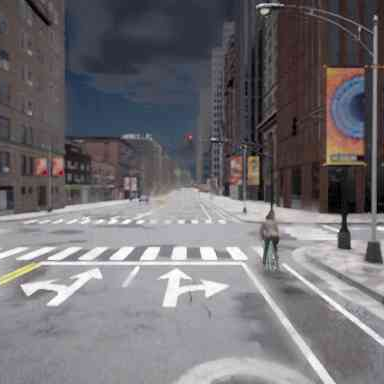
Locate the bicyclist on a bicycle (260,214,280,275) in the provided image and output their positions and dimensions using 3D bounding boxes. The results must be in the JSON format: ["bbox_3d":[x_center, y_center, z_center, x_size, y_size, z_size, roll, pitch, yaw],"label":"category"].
[{"bbox_3d":[2.249,1.476,9.585,0.582,1.620,1.656,0,0,0],"label":"bicyclist on a bicycle"}]

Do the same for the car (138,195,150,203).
[{"bbox_3d":[-9.757,1.442,68.006,1.812,1.442,4.674,0,0,0],"label":"car"}]

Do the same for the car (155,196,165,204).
[{"bbox_3d":[-6.507,1.597,68.010,1.882,1.535,5.008,0,0,0],"label":"car"}]
